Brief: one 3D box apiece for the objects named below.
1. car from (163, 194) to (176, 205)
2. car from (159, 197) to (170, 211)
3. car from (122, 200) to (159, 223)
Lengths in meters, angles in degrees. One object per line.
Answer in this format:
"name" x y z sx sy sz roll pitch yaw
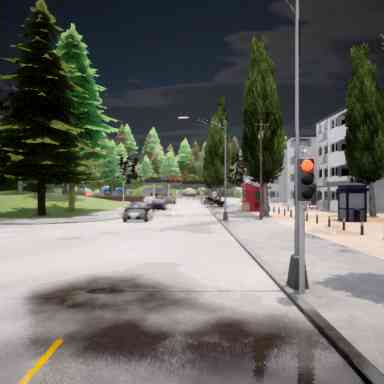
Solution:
"car" -4.035 1.351 61.103 2.097 1.767 4.553 0 0 1
"car" -4.100 1.600 40.499 1.895 1.301 4.718 0 0 0
"car" -4.101 1.492 25.763 2.128 1.511 4.902 0 0 0
